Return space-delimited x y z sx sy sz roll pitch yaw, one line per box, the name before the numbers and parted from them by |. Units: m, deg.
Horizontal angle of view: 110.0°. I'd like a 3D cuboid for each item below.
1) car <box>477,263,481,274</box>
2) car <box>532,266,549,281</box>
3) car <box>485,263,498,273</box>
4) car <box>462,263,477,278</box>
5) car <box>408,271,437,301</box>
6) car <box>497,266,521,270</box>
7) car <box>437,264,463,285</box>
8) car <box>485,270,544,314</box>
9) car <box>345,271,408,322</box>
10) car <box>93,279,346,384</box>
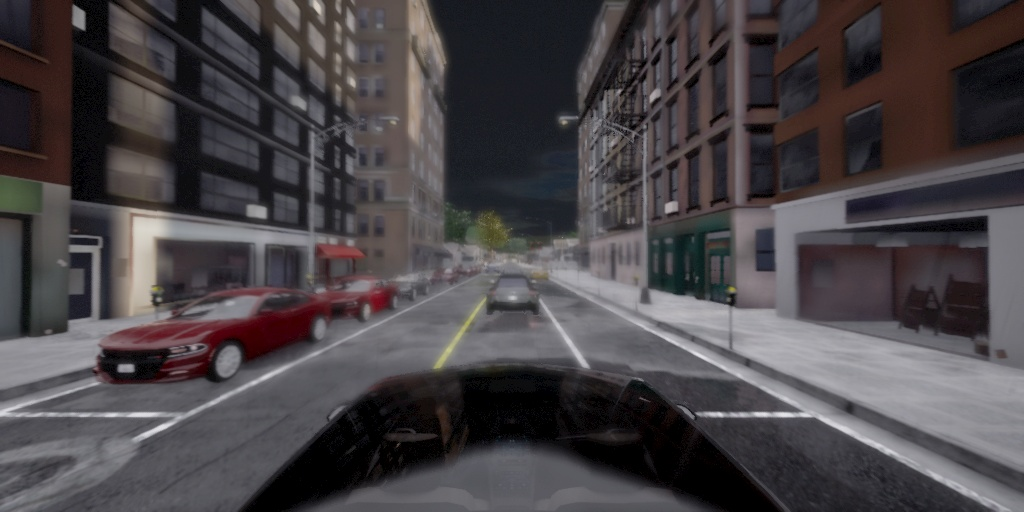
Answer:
car | -5.396 1.635 45.792 1.967 1.591 4.097 0 0 0
car | 2.649 1.610 34.957 1.751 1.417 4.829 0 0 0
car | -2.809 1.777 51.382 1.812 1.442 4.674 0 -1 1
car | -5.398 1.580 40.289 1.967 1.591 4.097 0 0 0
car | -5.404 1.468 18.274 2.007 1.370 4.403 0 0 0
car | 0.036 1.623 28.609 1.895 1.301 4.718 0 -1 1
car | -5.401 1.611 29.281 1.802 1.307 4.207 0 0 0
car | 0.046 1.443 14.431 1.994 1.385 4.181 0 0 1
car | -5.406 1.407 12.771 1.888 1.381 4.507 0 0 0
car | -5.407 1.351 7.268 1.888 1.381 4.507 0 0 0
